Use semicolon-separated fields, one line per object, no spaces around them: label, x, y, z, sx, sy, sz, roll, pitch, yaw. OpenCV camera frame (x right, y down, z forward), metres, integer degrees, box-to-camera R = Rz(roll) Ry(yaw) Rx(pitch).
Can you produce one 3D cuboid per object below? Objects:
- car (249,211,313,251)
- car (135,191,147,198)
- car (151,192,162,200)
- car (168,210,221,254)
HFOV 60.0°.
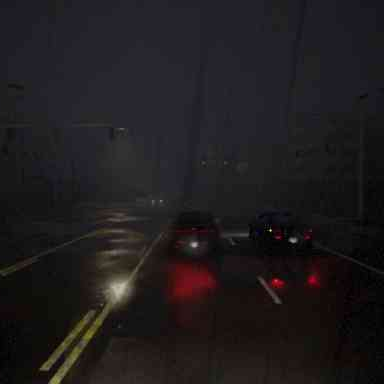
car;3.601;1.517;14.058;1.812;1.442;4.674;0;0;0
car;-12.188;0.530;79.378;1.837;1.490;4.892;-1;1;-29
car;-6.902;0.794;64.765;1.837;1.490;4.892;0;1;-8
car;0.096;1.494;13.441;1.837;1.490;4.892;0;0;0
